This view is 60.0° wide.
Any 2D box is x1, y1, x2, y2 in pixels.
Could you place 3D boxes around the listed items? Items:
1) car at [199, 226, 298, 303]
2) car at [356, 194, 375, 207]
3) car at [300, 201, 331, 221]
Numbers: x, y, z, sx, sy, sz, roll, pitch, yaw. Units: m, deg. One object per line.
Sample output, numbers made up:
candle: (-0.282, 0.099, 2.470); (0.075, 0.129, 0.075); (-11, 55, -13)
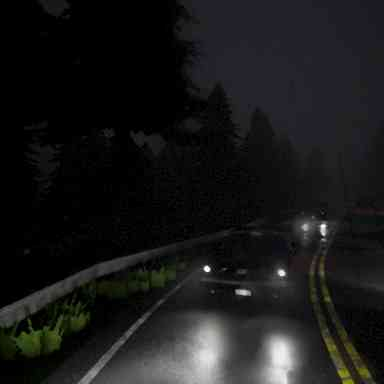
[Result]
car: (1.661, 1.594, 8.439); (1.895, 1.301, 4.718); (-1, 0, 18)
car: (20.880, 1.037, 40.145); (2.128, 1.511, 4.902); (-2, 0, 28)
car: (9.751, 1.387, 25.970); (2.033, 1.411, 5.357); (-2, 0, 27)
